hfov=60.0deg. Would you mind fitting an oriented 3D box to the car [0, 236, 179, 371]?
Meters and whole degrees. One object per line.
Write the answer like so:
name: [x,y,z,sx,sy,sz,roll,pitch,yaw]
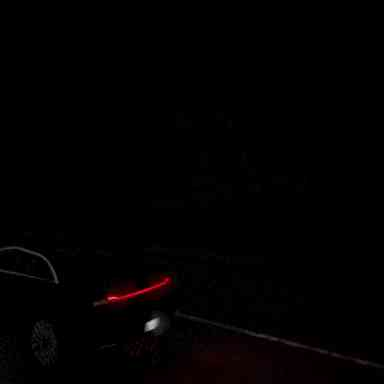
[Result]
car: [-2.490,1.538,5.765,4.902,1.511,2.128,-1,0,35]
